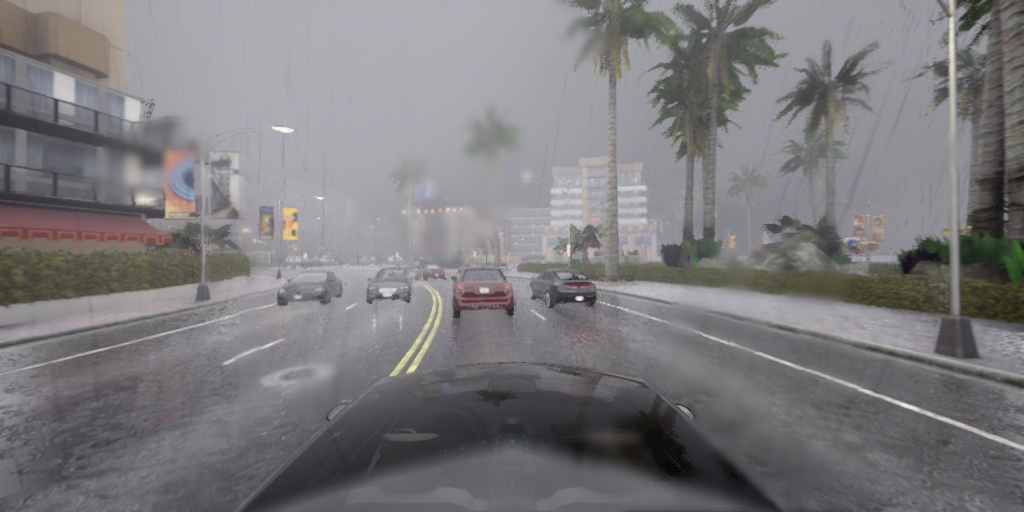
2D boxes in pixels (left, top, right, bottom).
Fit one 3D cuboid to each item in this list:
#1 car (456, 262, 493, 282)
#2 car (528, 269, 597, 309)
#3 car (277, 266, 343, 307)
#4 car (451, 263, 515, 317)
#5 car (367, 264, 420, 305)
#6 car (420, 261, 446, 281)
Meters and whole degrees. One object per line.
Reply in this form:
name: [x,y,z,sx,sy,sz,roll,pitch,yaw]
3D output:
car: [-3.506,1.376,32.502,1.882,1.535,5.008,0,0,-25]
car: [2.011,1.300,15.414,1.837,1.490,4.892,0,0,-11]
car: [-9.121,1.392,16.600,1.812,1.442,4.674,0,0,-14]
car: [-1.253,1.160,13.838,2.097,1.767,4.553,0,0,-10]
car: [-5.656,1.339,17.026,2.128,1.511,4.902,0,0,-14]
car: [-7.426,1.448,32.580,1.812,1.442,4.674,0,0,-27]
